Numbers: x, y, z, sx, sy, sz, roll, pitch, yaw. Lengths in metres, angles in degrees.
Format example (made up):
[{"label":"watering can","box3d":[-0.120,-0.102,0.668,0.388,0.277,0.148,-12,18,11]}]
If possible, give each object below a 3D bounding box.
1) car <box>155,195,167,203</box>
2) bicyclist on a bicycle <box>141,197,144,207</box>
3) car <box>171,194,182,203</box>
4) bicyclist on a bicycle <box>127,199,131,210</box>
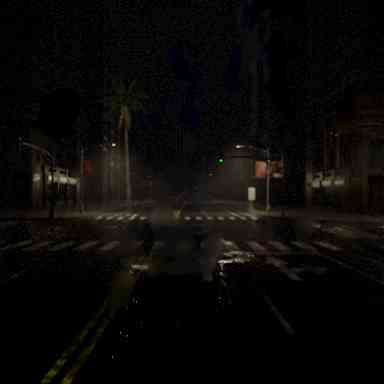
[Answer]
[{"label":"car","box3d":[-6.619,1.728,73.934,1.895,1.301,4.718,0,0,0]},{"label":"bicyclist on a bicycle","box3d":[-8.825,1.790,58.772,0.659,1.776,1.843,0,0,0]},{"label":"car","box3d":[-3.369,1.359,73.941,2.150,2.045,5.566,0,0,0]},{"label":"bicyclist on a bicycle","box3d":[-8.805,1.788,46.398,0.582,1.620,1.656,0,0,0]}]
